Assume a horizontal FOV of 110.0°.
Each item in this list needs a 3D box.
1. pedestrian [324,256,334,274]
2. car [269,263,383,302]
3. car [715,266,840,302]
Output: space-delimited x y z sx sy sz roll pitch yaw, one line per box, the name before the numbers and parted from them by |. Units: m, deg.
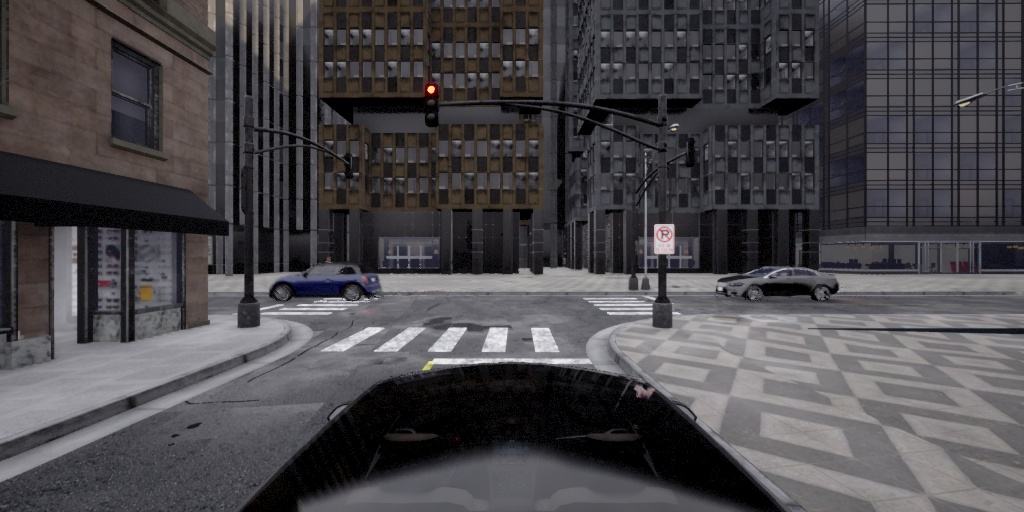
pedestrian | -9.929 0.902 19.476 0.375 1.860 0.375 0 0 0
car | -8.462 1.111 16.432 4.553 1.767 2.097 0 0 0
car | 11.933 1.221 16.294 4.902 1.511 2.128 0 0 0
